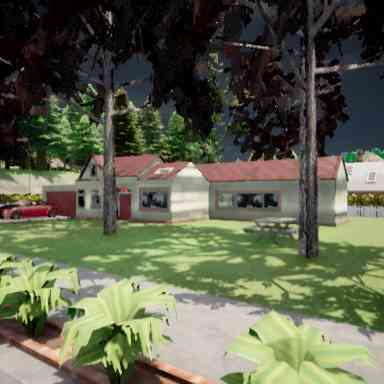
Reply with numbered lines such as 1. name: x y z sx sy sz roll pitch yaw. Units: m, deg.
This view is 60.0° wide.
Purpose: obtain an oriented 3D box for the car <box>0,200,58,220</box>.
1. car: -11.977 1.269 24.190 1.994 1.381 4.181 0 0 36
